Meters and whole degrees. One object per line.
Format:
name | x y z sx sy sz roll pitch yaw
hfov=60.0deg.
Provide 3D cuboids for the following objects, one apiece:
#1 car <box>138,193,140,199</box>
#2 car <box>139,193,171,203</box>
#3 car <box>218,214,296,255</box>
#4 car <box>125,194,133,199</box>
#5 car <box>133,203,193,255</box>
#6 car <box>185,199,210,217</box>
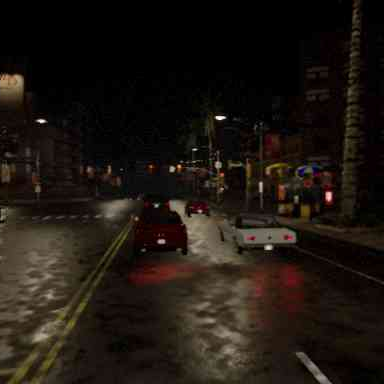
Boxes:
car | -14.263 0.957 94.100 2.097 1.767 4.553 0 0 -7
car | -2.878 1.103 27.079 2.150 2.045 5.566 0 1 -6
car | 2.282 1.526 13.100 1.895 1.301 4.718 0 0 -6
car | -17.685 1.160 93.239 2.033 1.411 5.357 0 0 -7
car | -1.240 1.418 13.110 1.882 1.535 5.008 0 0 -6
car | 0.408 1.380 29.262 1.812 1.442 4.674 0 1 -6
